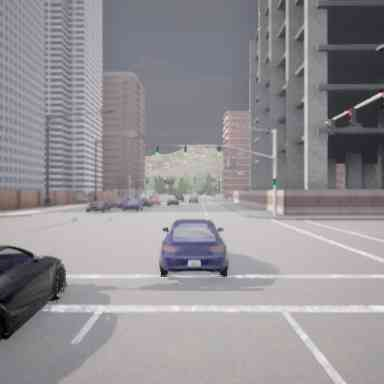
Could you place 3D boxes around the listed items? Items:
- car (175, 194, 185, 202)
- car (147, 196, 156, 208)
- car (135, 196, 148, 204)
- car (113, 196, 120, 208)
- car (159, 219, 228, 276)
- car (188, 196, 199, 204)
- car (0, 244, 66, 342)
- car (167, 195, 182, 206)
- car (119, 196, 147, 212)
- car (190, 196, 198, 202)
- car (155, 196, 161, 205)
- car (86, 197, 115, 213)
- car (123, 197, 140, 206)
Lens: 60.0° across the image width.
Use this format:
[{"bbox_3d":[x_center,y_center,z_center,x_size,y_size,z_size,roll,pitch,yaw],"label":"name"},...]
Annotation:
[{"bbox_3d":[-3.011,1.381,79.086,2.150,2.045,5.566,0,0,1],"label":"car"},{"bbox_3d":[-7.049,1.700,50.363,1.895,1.301,4.718,0,0,1],"label":"car"},{"bbox_3d":[-10.200,1.610,67.378,1.882,1.535,5.008,0,0,1],"label":"car"},{"bbox_3d":[-10.613,1.445,47.072,2.097,1.767,4.553,0,0,1],"label":"car"},{"bbox_3d":[0.042,1.546,10.297,1.812,1.442,4.674,0,0,0],"label":"car"},{"bbox_3d":[0.322,1.641,68.585,2.128,1.511,4.902,0,0,1],"label":"car"},{"bbox_3d":[-3.661,1.576,5.676,1.994,1.385,4.181,0,0,-4],"label":"car"},{"bbox_3d":[-3.241,1.716,58.540,1.895,1.301,4.718,0,0,1],"label":"car"},{"bbox_3d":[-7.206,1.559,41.020,1.882,1.535,5.008,0,0,1],"label":"car"},{"bbox_3d":[0.488,1.680,78.980,1.812,1.442,4.674,0,0,1],"label":"car"},{"bbox_3d":[-6.834,1.471,60.171,2.097,1.767,4.553,0,0,1],"label":"car"},{"bbox_3d":[-10.740,1.640,38.511,1.994,1.385,4.181,0,0,1],"label":"car"},{"bbox_3d":[-10.410,1.591,57.201,1.882,1.535,5.008,0,0,2],"label":"car"}]
